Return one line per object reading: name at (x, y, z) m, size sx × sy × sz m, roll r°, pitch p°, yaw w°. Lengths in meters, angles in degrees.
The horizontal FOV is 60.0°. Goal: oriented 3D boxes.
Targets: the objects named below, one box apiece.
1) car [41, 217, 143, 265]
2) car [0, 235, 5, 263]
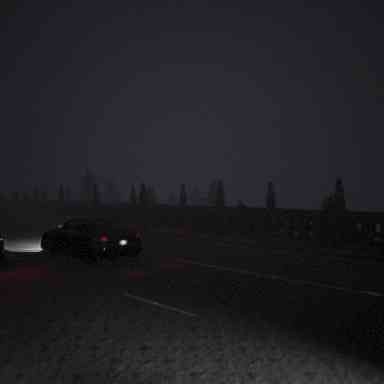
car at (-3.666, 1.571, 11.882) m, size 4.181 × 1.385 × 1.994 m, roll 0°, pitch 0°, yaw 42°
car at (-7.590, 1.519, 10.733) m, size 4.674 × 1.442 × 1.812 m, roll 0°, pitch 0°, yaw 43°
